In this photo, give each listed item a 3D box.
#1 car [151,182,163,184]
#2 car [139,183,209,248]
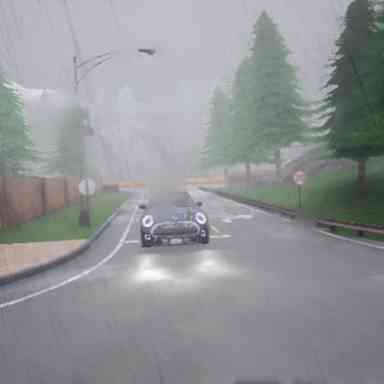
[{"bbox_3d":[-3.831,-0.409,37.120,2.128,1.511,4.902,-3,3,-7],"label":"car"},{"bbox_3d":[-0.748,0.727,11.763,2.097,1.767,4.553,-3,3,-7],"label":"car"}]
